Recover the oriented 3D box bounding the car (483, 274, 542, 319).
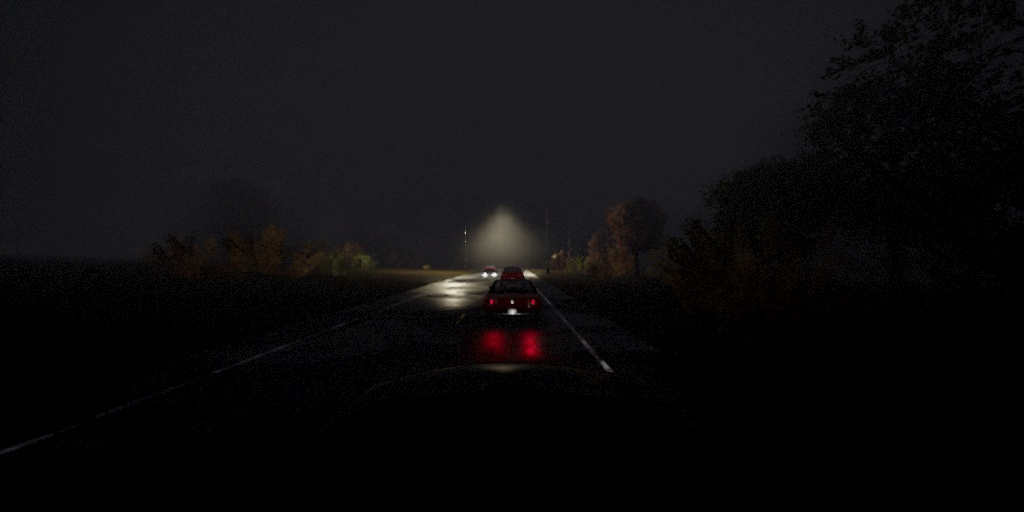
[{"bbox_3d":[0.037,1.512,13.570,1.895,1.301,4.718,0,-1,1],"label":"car"}]

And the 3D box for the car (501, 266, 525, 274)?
[{"bbox_3d":[0.051,1.619,30.350,1.882,1.535,5.008,0,0,0],"label":"car"}]

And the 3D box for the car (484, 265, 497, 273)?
[{"bbox_3d":[-3.562,2.144,58.611,1.895,1.301,4.718,0,-1,1],"label":"car"}]
